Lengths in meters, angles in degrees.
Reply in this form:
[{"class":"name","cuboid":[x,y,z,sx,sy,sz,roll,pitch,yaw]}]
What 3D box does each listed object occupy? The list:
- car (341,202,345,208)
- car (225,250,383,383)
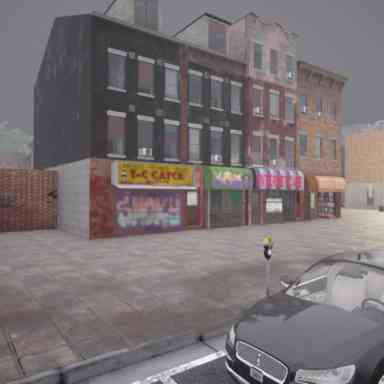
[{"class":"car","cuboid":[16.756,1.471,42.153,1.895,1.301,4.718,0,0,-36]},{"class":"car","cuboid":[2.410,1.552,4.519,4.403,1.369,2.008,0,0,-35]}]
